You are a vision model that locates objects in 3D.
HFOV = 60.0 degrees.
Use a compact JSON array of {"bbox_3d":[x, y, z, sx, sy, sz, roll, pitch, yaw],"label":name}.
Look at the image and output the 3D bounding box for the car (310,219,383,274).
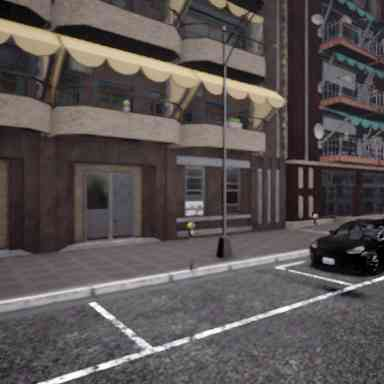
[{"bbox_3d":[5.588,1.552,10.545,4.313,1.339,1.947,0,0,-36],"label":"car"}]
